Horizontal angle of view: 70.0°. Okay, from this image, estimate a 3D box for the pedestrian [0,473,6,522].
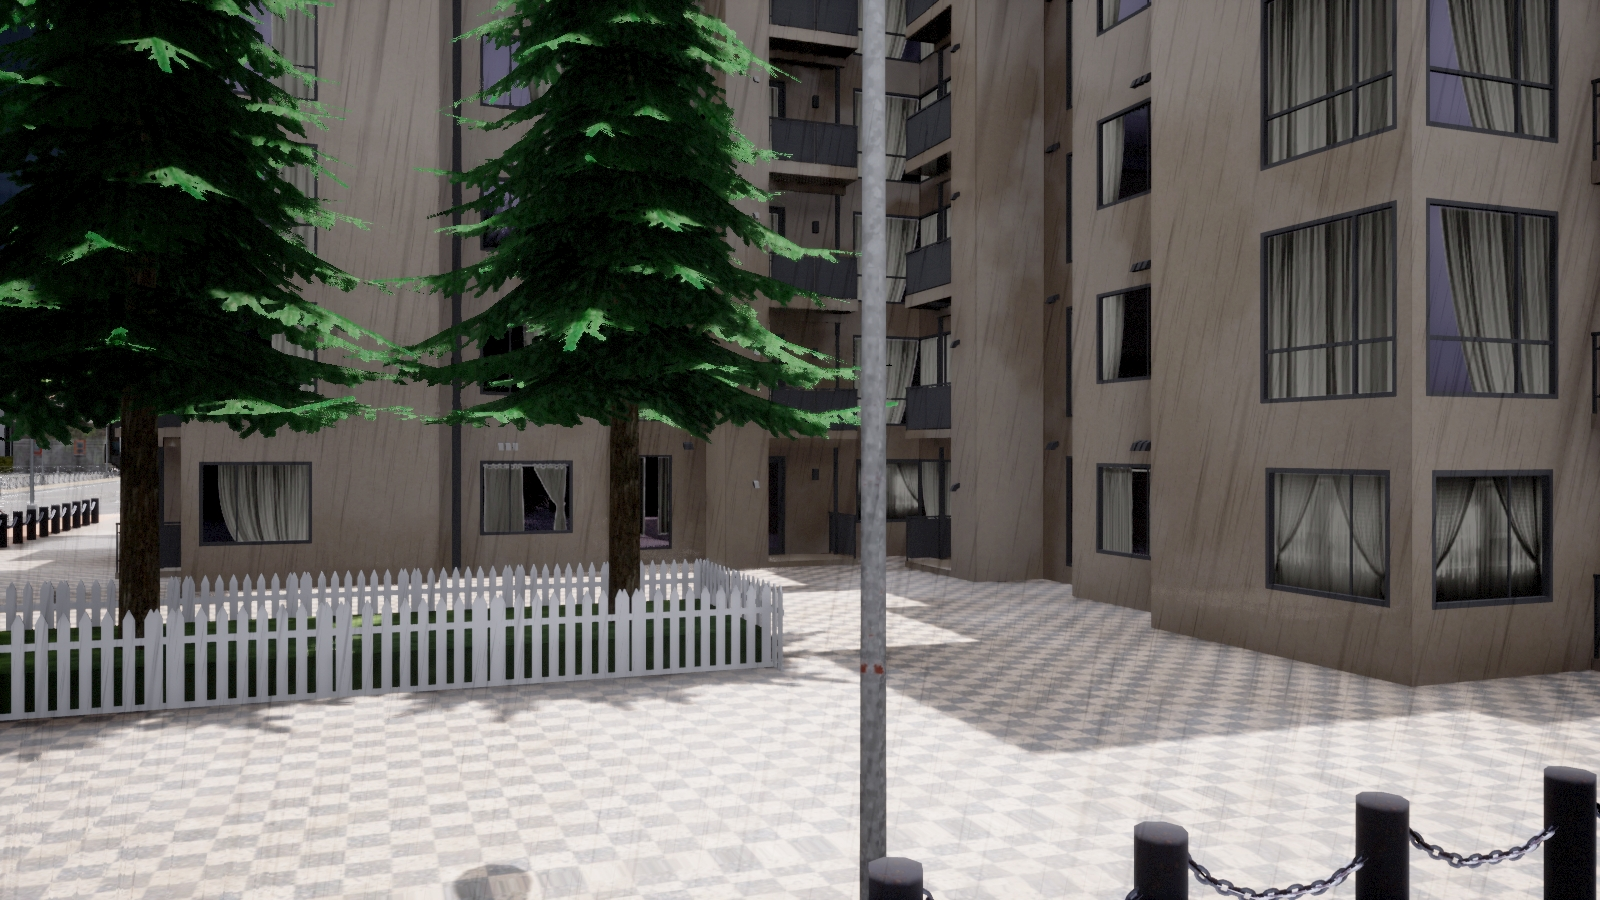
[{"bbox_3d":[-30.892,1.821,44.095,0.375,1.860,0.375,0,0,-35],"label":"pedestrian"}]
